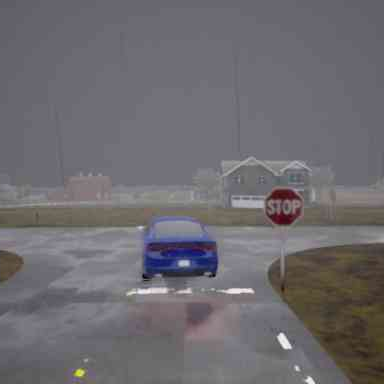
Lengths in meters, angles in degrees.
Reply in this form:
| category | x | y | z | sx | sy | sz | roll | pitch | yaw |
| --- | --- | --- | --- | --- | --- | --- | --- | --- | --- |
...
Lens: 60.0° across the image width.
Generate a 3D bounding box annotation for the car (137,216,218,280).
| category | x | y | z | sx | sy | sz | roll | pitch | yaw |
| --- | --- | --- | --- | --- | --- | --- | --- | --- | --- |
| car | -0.592 | 1.462 | 10.034 | 1.882 | 1.535 | 5.008 | 0 | 0 | -10 |
